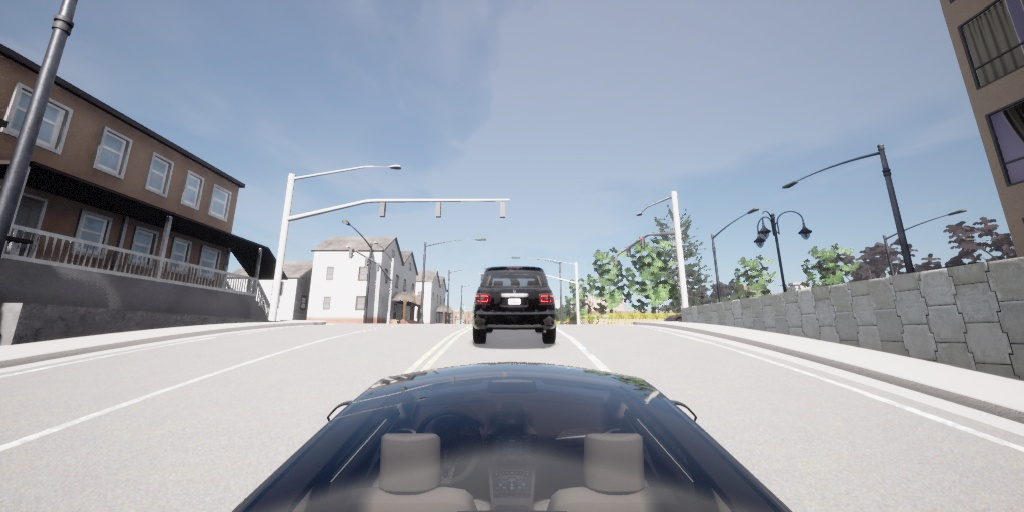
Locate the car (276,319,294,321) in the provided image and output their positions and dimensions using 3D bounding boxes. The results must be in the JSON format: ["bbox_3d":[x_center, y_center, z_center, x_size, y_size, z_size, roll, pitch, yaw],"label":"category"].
[{"bbox_3d":[-17.800,5.693,28.205,4.902,1.511,2.128,-8,-12,-2],"label":"car"}]

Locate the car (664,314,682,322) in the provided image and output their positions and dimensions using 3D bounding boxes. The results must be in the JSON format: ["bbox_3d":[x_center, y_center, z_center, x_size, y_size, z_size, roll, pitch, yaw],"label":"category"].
[{"bbox_3d":[15.869,5.449,31.709,4.553,1.767,2.097,0,-12,1],"label":"car"}]

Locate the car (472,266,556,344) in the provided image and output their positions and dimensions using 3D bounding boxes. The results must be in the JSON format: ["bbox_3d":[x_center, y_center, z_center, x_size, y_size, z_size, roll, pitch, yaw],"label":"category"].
[{"bbox_3d":[0.064,1.501,11.167,2.150,2.045,5.566,0,-7,0],"label":"car"}]
